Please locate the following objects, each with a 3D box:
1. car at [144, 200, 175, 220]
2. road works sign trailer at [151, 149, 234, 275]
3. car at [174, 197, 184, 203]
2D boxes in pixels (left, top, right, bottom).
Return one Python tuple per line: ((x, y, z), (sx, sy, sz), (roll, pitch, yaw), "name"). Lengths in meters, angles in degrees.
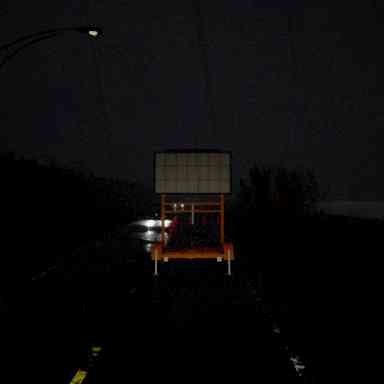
((-2.792, 1.596, 28.042), (1.994, 1.385, 4.181), (0, 0, 0), "car")
((0.022, 0.471, 10.427), (2.380, 3.560, 2.880), (0, 0, 0), "road works sign trailer")
((-2.611, 1.659, 67.021), (1.812, 1.442, 4.674), (0, 0, 0), "car")
